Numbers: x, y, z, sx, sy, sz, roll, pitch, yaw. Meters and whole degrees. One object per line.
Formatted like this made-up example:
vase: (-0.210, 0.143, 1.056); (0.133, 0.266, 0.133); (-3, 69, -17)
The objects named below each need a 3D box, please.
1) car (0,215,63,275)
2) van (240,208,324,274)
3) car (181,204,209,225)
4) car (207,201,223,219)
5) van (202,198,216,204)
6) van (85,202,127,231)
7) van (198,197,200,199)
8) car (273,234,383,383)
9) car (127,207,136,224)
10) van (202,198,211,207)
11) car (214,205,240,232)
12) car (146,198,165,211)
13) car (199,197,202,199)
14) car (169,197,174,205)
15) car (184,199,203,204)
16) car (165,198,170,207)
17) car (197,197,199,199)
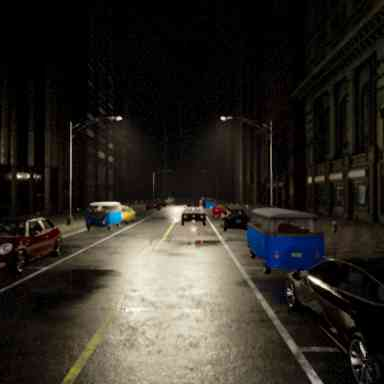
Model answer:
car: (-5.751, 1.551, 10.648); (1.967, 1.590, 4.097); (0, -1, 0)
van: (2.774, 1.452, 10.653); (1.690, 1.788, 3.998); (0, -1, 0)
car: (0.123, 1.877, 26.659); (1.895, 1.301, 4.718); (0, -1, 0)
car: (2.792, 1.889, 33.197); (1.887, 1.381, 4.507); (0, -1, 0)
van: (2.806, 1.866, 50.109); (1.690, 1.788, 3.998); (0, -1, 0)
van: (-5.742, 1.568, 21.921); (1.690, 1.788, 3.998); (0, -1, 0)
van: (2.825, 2.115, 72.652); (1.690, 1.788, 3.998); (0, -1, 0)
car: (2.769, 1.619, 5.014); (1.947, 1.339, 4.313); (0, -1, 0)
car: (-5.738, 1.809, 27.385); (1.752, 1.417, 4.829); (0, -1, 0)
van: (2.820, 2.052, 67.016); (1.690, 1.788, 3.998); (0, -1, 0)
car: (2.783, 1.793, 21.924); (1.947, 1.339, 4.313); (0, -1, 0)
car: (-5.719, 1.840, 50.101); (2.192, 1.841, 5.009); (0, -1, 0)
car: (2.811, 1.901, 55.745); (2.192, 1.841, 5.009); (0, -1, 0)
car: (-5.701, 2.325, 72.641); (2.008, 1.369, 4.403); (0, -1, 0)
car: (0.136, 1.969, 42.534); (1.812, 1.442, 4.674); (0, -1, 0)
car: (-5.710, 2.193, 61.370); (1.887, 1.381, 4.507); (0, -1, 0)
car: (2.829, 2.278, 78.287); (1.967, 1.590, 4.097); (0, -1, 0)
